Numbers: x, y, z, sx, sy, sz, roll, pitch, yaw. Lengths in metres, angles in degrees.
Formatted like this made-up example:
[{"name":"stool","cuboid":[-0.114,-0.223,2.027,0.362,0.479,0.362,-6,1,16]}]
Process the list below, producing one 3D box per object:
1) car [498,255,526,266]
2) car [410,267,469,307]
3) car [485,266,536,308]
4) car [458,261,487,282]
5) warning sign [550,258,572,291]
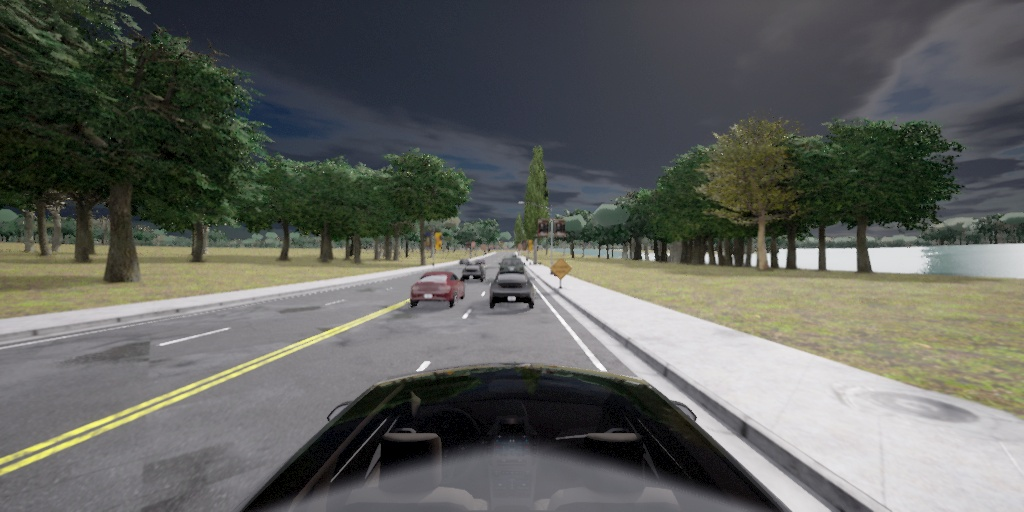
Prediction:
[{"name":"car","cuboid":[-0.019,1.150,30.850,2.150,2.045,5.566,0,0,0]},{"name":"car","cuboid":[-3.255,1.408,16.216,1.812,1.442,4.674,0,0,0]},{"name":"car","cuboid":[-0.005,1.389,16.140,1.837,1.490,4.892,0,0,0]},{"name":"car","cuboid":[-3.265,1.440,31.140,1.837,1.490,4.892,0,0,0]},{"name":"warning sign","cuboid":[2.837,1.033,20.856,1.300,1.860,1.060,0,0,0]}]
